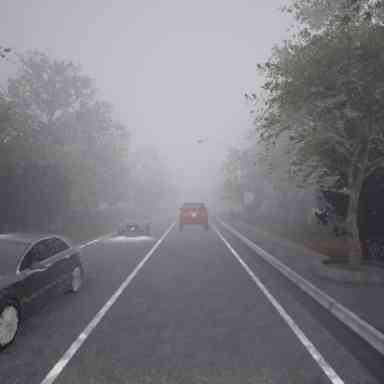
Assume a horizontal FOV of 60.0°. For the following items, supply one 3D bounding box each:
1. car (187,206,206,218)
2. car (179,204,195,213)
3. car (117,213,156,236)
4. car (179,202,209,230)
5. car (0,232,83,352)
[{"bbox_3d":[0.674,2.589,44.000,2.128,1.511,4.902,0,-2,4],"label":"car"},{"bbox_3d":[-0.777,2.996,60.784,1.882,1.535,5.008,1,-1,11],"label":"car"},{"bbox_3d":[-3.531,2.059,21.800,1.994,1.385,4.181,0,-2,0],"label":"car"},{"bbox_3d":[0.142,1.835,26.246,2.150,2.045,5.566,0,-2,0],"label":"car"},{"bbox_3d":[-3.581,1.596,6.344,1.837,1.490,4.892,0,-2,0],"label":"car"}]
